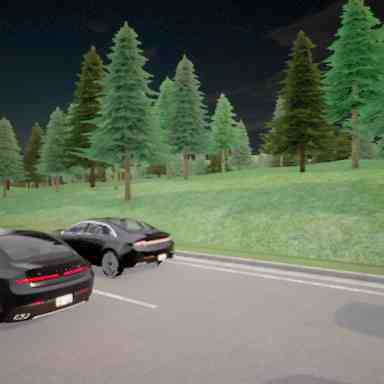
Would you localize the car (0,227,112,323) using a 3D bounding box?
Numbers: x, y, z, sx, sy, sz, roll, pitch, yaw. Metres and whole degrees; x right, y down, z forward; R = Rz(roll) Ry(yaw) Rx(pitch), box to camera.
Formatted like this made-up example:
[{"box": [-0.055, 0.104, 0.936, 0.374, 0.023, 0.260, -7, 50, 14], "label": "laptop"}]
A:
[{"box": [-4.083, 1.538, 6.926, 4.892, 1.490, 1.837, 0, 0, 36], "label": "car"}]

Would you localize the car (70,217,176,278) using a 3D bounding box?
[{"box": [-2.760, 1.528, 10.284, 4.902, 1.511, 2.128, 0, 0, 36], "label": "car"}]
